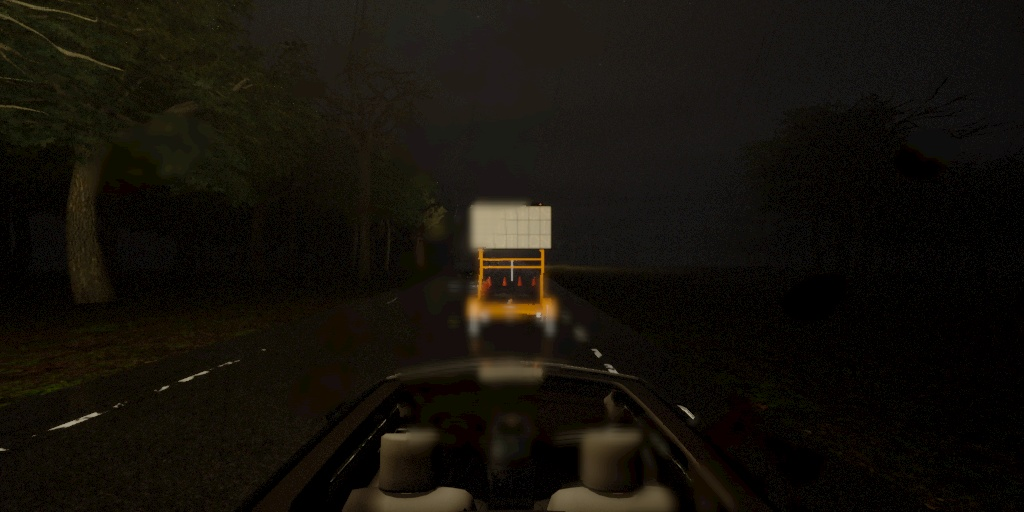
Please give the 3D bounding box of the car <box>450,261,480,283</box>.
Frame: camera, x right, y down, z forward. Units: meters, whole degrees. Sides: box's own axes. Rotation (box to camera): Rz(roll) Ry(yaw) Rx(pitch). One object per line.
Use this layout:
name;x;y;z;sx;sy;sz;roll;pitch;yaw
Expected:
car;-3.594;1.171;27.915;1.882;1.535;5.008;0;0;0

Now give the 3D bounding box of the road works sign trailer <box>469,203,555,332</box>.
road works sign trailer;0.002;0.210;10.804;2.380;3.560;2.880;0;0;0
